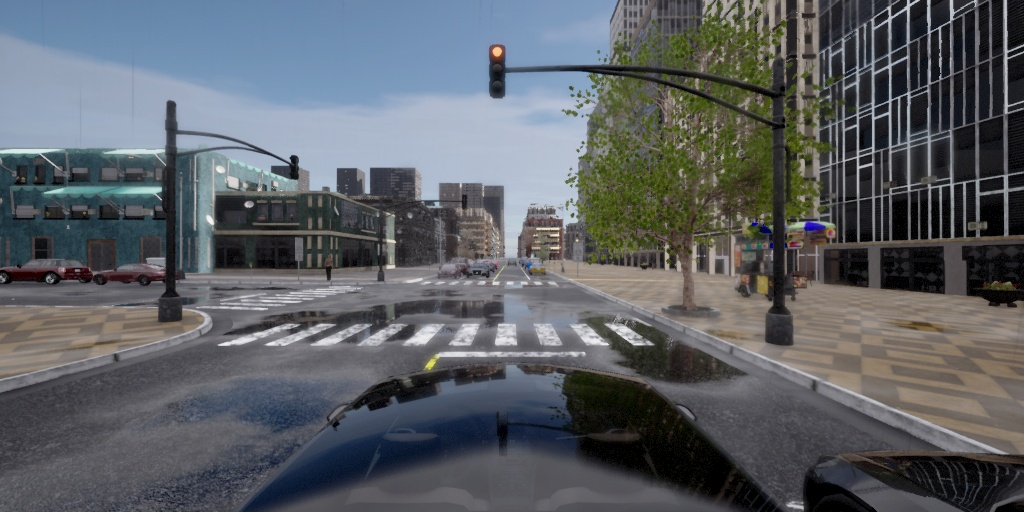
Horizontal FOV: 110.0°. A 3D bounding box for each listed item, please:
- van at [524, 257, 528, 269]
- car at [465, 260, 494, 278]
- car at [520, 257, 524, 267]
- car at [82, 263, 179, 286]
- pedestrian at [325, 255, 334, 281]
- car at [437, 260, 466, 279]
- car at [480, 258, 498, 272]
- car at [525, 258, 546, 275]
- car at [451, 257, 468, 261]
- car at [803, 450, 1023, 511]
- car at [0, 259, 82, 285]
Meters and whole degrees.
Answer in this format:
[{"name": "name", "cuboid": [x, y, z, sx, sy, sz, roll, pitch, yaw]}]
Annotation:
[{"name": "van", "cuboid": [2.703, 1.094, 44.011, 1.690, 1.789, 3.998, 0, 0, 0]}, {"name": "car", "cuboid": [-3.089, 1.316, 33.733, 1.994, 1.385, 4.181, 0, 0, 0]}, {"name": "car", "cuboid": [2.706, 1.305, 55.113, 2.007, 1.370, 4.403, 0, 0, 0]}, {"name": "car", "cuboid": [-22.815, 1.090, 21.828, 4.207, 1.307, 1.802, 0, 0, -1]}, {"name": "pedestrian", "cuboid": [-12.742, 0.788, 24.916, 0.375, 1.860, 0.375, 0, -1, -1]}, {"name": "car", "cuboid": [-5.680, 1.334, 32.909, 1.802, 1.307, 4.207, 0, 0, 0]}, {"name": "car", "cuboid": [-3.086, 1.317, 43.782, 1.994, 1.385, 4.181, 0, 0, 0]}, {"name": "car", "cuboid": [2.702, 1.278, 38.630, 1.751, 1.417, 4.829, 0, 0, 0]}, {"name": "car", "cuboid": [-5.679, 1.067, 38.460, 2.192, 1.841, 5.009, 0, 0, 0]}, {"name": "car", "cuboid": [2.691, 1.316, 0.431, 1.948, 1.339, 4.313, 0, 0, 0]}, {"name": "car", "cuboid": [-28.363, 0.879, 21.751, 4.097, 1.591, 1.967, 0, 0, -1]}]
